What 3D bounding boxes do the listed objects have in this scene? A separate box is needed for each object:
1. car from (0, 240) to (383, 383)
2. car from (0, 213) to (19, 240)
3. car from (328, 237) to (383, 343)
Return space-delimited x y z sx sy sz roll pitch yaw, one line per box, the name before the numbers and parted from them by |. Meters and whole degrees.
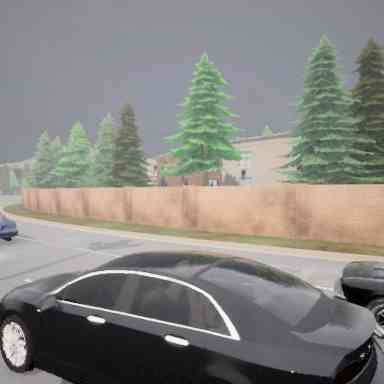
car | -0.459 1.502 4.077 4.892 1.490 1.837 0 0 32
car | -9.993 1.538 15.572 5.357 1.411 2.033 0 0 42
car | 4.707 1.602 4.986 4.718 1.301 1.895 0 0 30
